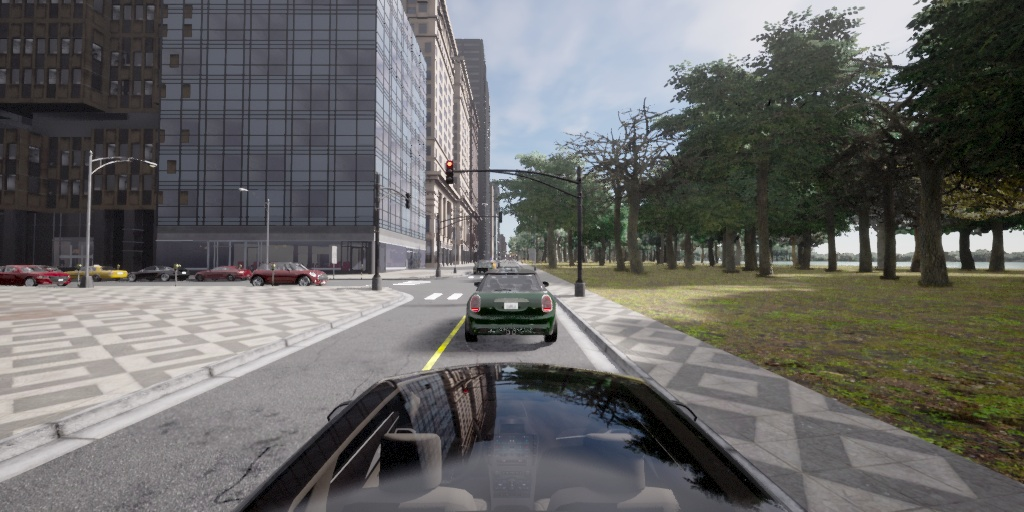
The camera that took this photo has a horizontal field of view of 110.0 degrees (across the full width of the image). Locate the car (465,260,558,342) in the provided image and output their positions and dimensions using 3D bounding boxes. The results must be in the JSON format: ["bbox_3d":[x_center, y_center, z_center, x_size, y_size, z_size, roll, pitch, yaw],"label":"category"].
[{"bbox_3d":[-0.012,1.108,9.927,2.097,1.767,4.553,0,0,0],"label":"car"}]

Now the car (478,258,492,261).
[{"bbox_3d":[-3.229,1.180,41.200,2.097,1.767,4.553,0,0,0],"label":"car"}]

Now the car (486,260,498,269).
[{"bbox_3d":[-3.262,1.427,59.386,1.812,1.442,4.674,0,0,0],"label":"car"}]

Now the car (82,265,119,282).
[{"bbox_3d":[-35.727,1.444,30.551,4.829,1.417,1.751,0,0,0],"label":"car"}]

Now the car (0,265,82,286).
[{"bbox_3d":[-30.035,1.235,22.054,4.507,1.381,1.888,0,0,0],"label":"car"}]

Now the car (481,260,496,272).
[{"bbox_3d":[-3.249,1.341,50.222,1.882,1.535,5.008,0,0,0],"label":"car"}]

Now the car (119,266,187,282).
[{"bbox_3d":[-30.069,1.481,30.577,4.313,1.339,1.948,0,0,0],"label":"car"}]

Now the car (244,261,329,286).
[{"bbox_3d":[-13.605,1.120,22.130,4.097,1.591,1.967,0,0,-1],"label":"car"}]

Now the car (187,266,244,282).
[{"bbox_3d":[-24.583,1.493,30.602,4.207,1.307,1.802,0,0,0],"label":"car"}]
